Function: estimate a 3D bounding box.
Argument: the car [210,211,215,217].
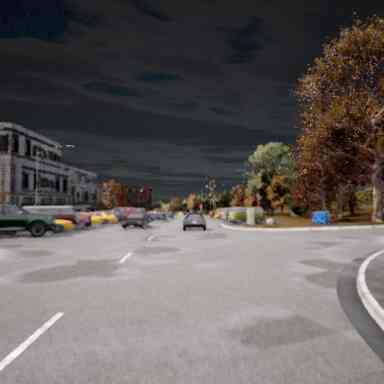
[{"bbox_3d":[6.658,4.201,61.277,5.366,1.575,1.946,2,-3,-19],"label":"car"}]

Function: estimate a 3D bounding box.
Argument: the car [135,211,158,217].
[{"bbox_3d":[-10.820,5.221,79.135,4.892,1.521,2.231,0,-4,-20],"label":"car"}]

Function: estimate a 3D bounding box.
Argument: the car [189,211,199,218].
[{"bbox_3d":[0.507,4.696,68.836,1.994,1.385,4.181,0,-3,1],"label":"car"}]

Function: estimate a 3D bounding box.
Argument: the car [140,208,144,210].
[{"bbox_3d":[-11.009,3.763,55.714,4.553,1.767,2.185,0,-3,-19],"label":"car"}]

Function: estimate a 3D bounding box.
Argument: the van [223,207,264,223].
[{"bbox_3d":[6.527,2.861,40.731,4.442,1.987,1.878,2,-3,-19],"label":"van"}]

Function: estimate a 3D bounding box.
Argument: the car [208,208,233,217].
[{"bbox_3d":[7.010,5.135,81.917,5.566,2.045,2.435,2,-3,-19],"label":"car"}]

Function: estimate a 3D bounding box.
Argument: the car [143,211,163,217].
[{"bbox_3d":[-10.704,5.897,90.847,4.892,1.521,2.231,0,-4,-19],"label":"car"}]

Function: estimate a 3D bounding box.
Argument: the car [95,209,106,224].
[{"bbox_3d":[-11.439,2.632,32.210,5.366,1.575,1.946,0,-3,-20],"label":"car"}]

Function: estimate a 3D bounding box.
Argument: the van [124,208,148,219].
[{"bbox_3d":[-10.847,4.155,64.542,4.442,1.987,1.878,0,-4,-19],"label":"van"}]

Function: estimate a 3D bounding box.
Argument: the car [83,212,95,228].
[{"bbox_3d":[-11.316,2.511,29.328,4.792,1.488,2.163,0,-3,-20],"label":"car"}]

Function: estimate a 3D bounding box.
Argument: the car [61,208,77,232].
[{"bbox_3d":[-11.161,2.172,23.544,5.366,1.575,1.946,0,-3,-20],"label":"car"}]

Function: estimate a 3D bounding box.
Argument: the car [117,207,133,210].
[{"bbox_3d":[-11.157,3.285,46.918,4.553,1.767,2.185,0,-4,-19],"label":"car"}]

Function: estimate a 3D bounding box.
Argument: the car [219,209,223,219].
[{"bbox_3d":[6.695,3.442,46.637,4.674,1.452,2.002,2,-3,-19],"label":"car"}]

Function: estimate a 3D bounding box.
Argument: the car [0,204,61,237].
[{"bbox_3d":[-11.332,1.771,20.571,5.566,2.045,2.435,0,-3,-20],"label":"car"}]

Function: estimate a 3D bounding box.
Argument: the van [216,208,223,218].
[{"bbox_3d":[6.642,3.493,52.490,4.442,1.987,1.878,2,-3,-19],"label":"van"}]

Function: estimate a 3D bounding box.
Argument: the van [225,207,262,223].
[{"bbox_3d":[6.773,3.025,43.758,4.442,1.987,1.878,2,-3,-19],"label":"van"}]

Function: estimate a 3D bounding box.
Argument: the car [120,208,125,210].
[{"bbox_3d":[-11.146,3.128,41.060,4.792,1.488,2.163,0,-3,-19],"label":"car"}]

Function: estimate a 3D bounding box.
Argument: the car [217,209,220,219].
[{"bbox_3d":[6.721,3.602,49.578,4.674,1.452,2.002,2,-3,-19],"label":"car"}]

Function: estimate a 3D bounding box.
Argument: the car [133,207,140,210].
[{"bbox_3d":[-11.123,3.318,49.843,5.566,2.045,2.435,0,-3,-19],"label":"car"}]

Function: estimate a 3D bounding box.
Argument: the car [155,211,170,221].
[{"bbox_3d":[-4.767,3.572,48.393,1.994,1.385,4.181,0,-3,1],"label":"car"}]

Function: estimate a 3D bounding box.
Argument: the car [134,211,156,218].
[{"bbox_3d":[-10.811,5.081,76.212,4.792,1.488,2.163,0,-4,-19],"label":"car"}]

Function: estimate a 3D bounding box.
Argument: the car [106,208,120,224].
[{"bbox_3d":[-11.382,2.939,38.063,5.366,1.575,1.946,0,-3,-19],"label":"car"}]

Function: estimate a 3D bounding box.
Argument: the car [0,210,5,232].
[{"bbox_3d":[-11.376,1.766,14.686,4.892,1.521,2.231,0,-2,-20],"label":"car"}]

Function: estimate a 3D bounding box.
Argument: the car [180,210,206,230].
[{"bbox_3d":[0.232,2.575,29.552,1.994,1.385,4.181,0,-3,0],"label":"car"}]

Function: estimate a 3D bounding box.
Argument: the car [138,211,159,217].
[{"bbox_3d":[-10.784,5.429,82.058,4.674,1.452,2.002,0,-4,-19],"label":"car"}]

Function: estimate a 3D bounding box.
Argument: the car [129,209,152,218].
[{"bbox_3d":[-10.927,4.589,70.344,4.553,1.767,2.185,0,-4,-19],"label":"car"}]

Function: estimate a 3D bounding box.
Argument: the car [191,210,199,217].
[{"bbox_3d":[0.604,5.054,78.838,1.837,1.490,4.892,0,-3,1],"label":"car"}]

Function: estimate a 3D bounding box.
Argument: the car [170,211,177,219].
[{"bbox_3d":[-4.540,4.432,65.074,1.837,1.490,4.892,0,-3,1],"label":"car"}]

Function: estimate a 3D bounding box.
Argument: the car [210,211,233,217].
[{"bbox_3d":[7.029,5.248,78.988,4.792,1.488,2.163,2,-4,-19],"label":"car"}]

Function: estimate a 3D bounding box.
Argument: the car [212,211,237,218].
[{"bbox_3d":[6.945,4.740,70.168,4.792,1.488,2.163,2,-4,-19],"label":"car"}]

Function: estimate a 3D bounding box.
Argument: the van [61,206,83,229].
[{"bbox_3d":[-11.207,2.103,26.467,4.442,1.987,1.878,0,-3,-20],"label":"van"}]

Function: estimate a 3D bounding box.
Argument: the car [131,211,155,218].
[{"bbox_3d":[-10.873,4.883,73.272,4.892,1.521,2.231,0,-4,-19],"label":"car"}]

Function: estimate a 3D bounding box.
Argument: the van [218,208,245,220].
[{"bbox_3d":[6.916,3.824,58.455,4.442,1.987,1.878,2,-4,-19],"label":"van"}]

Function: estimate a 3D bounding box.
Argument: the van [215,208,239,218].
[{"bbox_3d":[6.998,4.321,67.277,4.442,1.987,1.878,2,-4,-19],"label":"van"}]

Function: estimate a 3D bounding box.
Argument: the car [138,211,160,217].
[{"bbox_3d":[-10.926,5.553,84.922,5.366,1.575,1.946,0,-3,-19],"label":"car"}]

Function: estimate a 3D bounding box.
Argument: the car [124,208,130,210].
[{"bbox_3d":[-11.142,3.255,43.984,4.892,1.521,2.231,0,-3,-19],"label":"car"}]

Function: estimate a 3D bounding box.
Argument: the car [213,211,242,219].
[{"bbox_3d":[6.853,4.376,64.280,4.892,1.521,2.231,2,-4,-19],"label":"car"}]

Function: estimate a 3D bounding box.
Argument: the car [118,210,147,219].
[{"bbox_3d":[-10.974,4.215,61.557,5.008,1.535,2.097,0,-3,-19],"label":"car"}]

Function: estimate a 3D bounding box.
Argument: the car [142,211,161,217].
[{"bbox_3d":[-10.727,5.767,87.916,4.674,1.452,2.002,0,-4,-19],"label":"car"}]

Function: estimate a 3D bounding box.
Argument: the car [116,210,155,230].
[{"bbox_3d":[-4.965,2.582,30.027,2.033,1.411,5.357,0,-3,1],"label":"car"}]
